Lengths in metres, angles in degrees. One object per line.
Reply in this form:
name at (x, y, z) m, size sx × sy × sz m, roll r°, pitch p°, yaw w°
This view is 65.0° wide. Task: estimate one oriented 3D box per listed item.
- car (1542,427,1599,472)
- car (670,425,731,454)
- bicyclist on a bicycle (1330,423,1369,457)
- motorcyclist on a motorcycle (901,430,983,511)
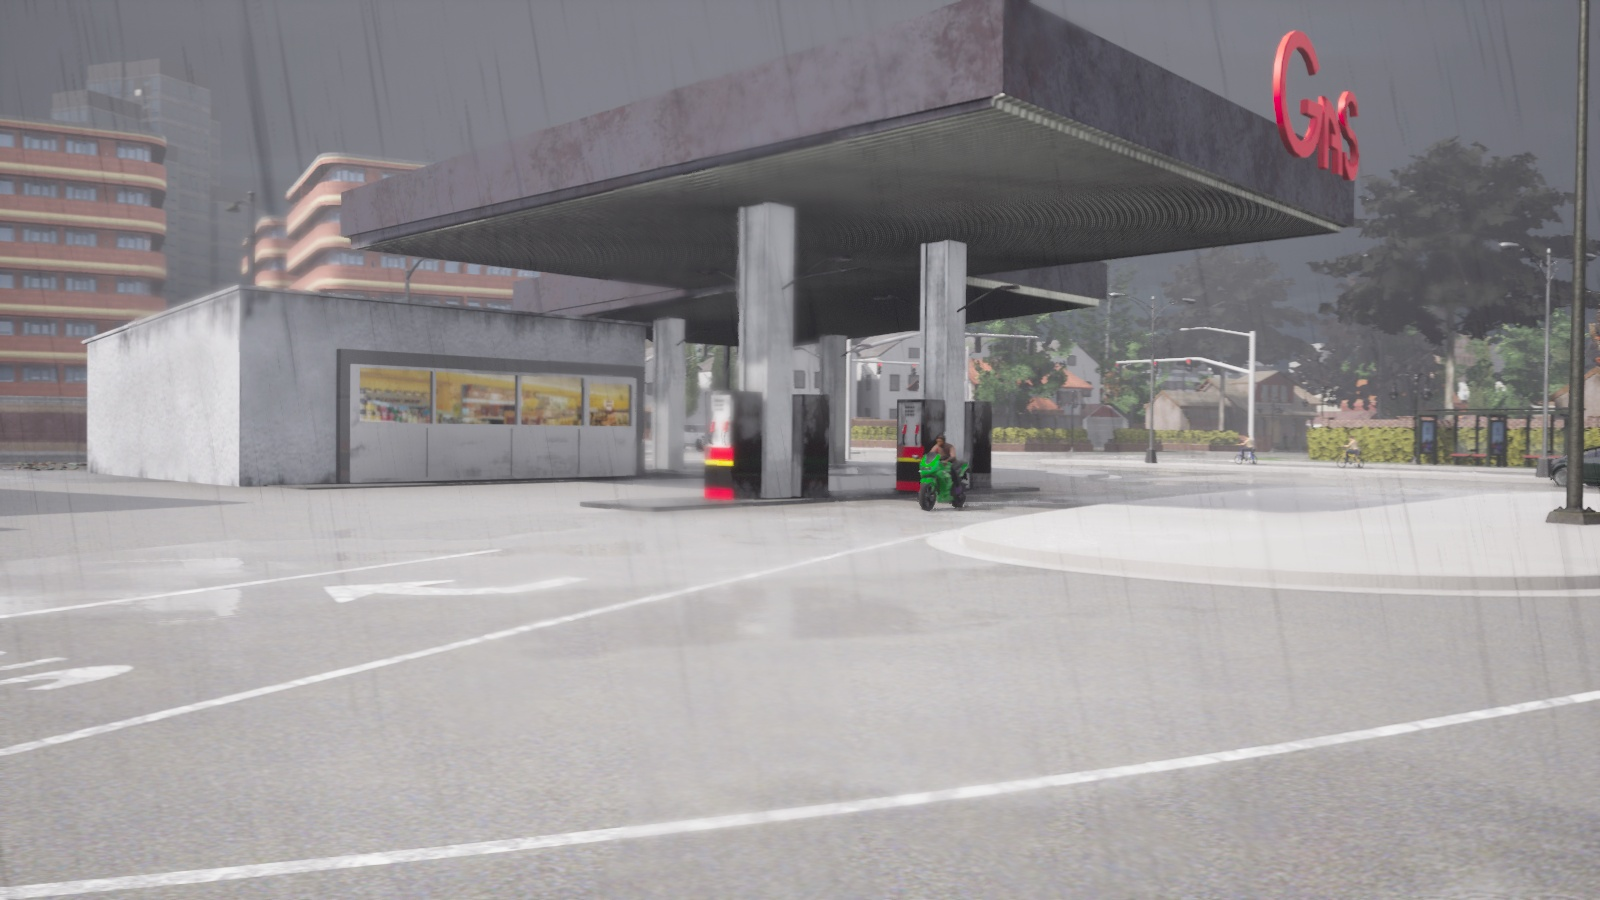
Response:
car at (25.892, -0.020, 39.262) m, size 1.994 × 1.385 × 4.181 m, roll -1°, pitch 1°, yaw -30°
car at (-7.156, -0.752, 89.777) m, size 2.150 × 2.045 × 5.566 m, roll -1°, pitch 1°, yaw -30°
bicyclist on a bicycle at (26.672, -0.483, 60.993) m, size 0.866 × 1.612 × 1.509 m, roll -1°, pitch 1°, yaw -30°
motorcyclist on a motorcycle at (2.848, 0.373, 24.989) m, size 0.797 × 1.523 × 2.044 m, roll 0°, pitch 1°, yaw 32°
